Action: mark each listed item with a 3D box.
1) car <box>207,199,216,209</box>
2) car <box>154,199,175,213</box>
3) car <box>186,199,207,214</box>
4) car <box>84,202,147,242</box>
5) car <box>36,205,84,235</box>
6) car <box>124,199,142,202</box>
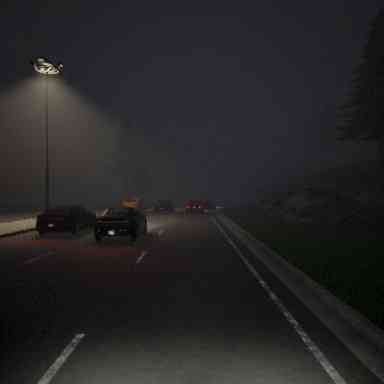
[{"bbox_3d":[1.957,1.564,44.558,1.994,1.385,4.181,0,0,14],"label":"car"},{"bbox_3d":[-3.004,1.491,37.422,2.128,1.511,4.902,0,0,4],"label":"car"},{"bbox_3d":[0.327,1.547,35.189,2.033,1.411,5.357,0,0,3],"label":"car"},{"bbox_3d":[-3.403,1.491,16.480,2.128,1.511,4.902,0,0,0],"label":"car"},{"bbox_3d":[-6.904,1.477,18.750,1.882,1.535,5.008,0,0,0],"label":"car"},{"bbox_3d":[-6.509,1.478,37.427,1.882,1.535,5.008,0,0,4],"label":"car"}]
